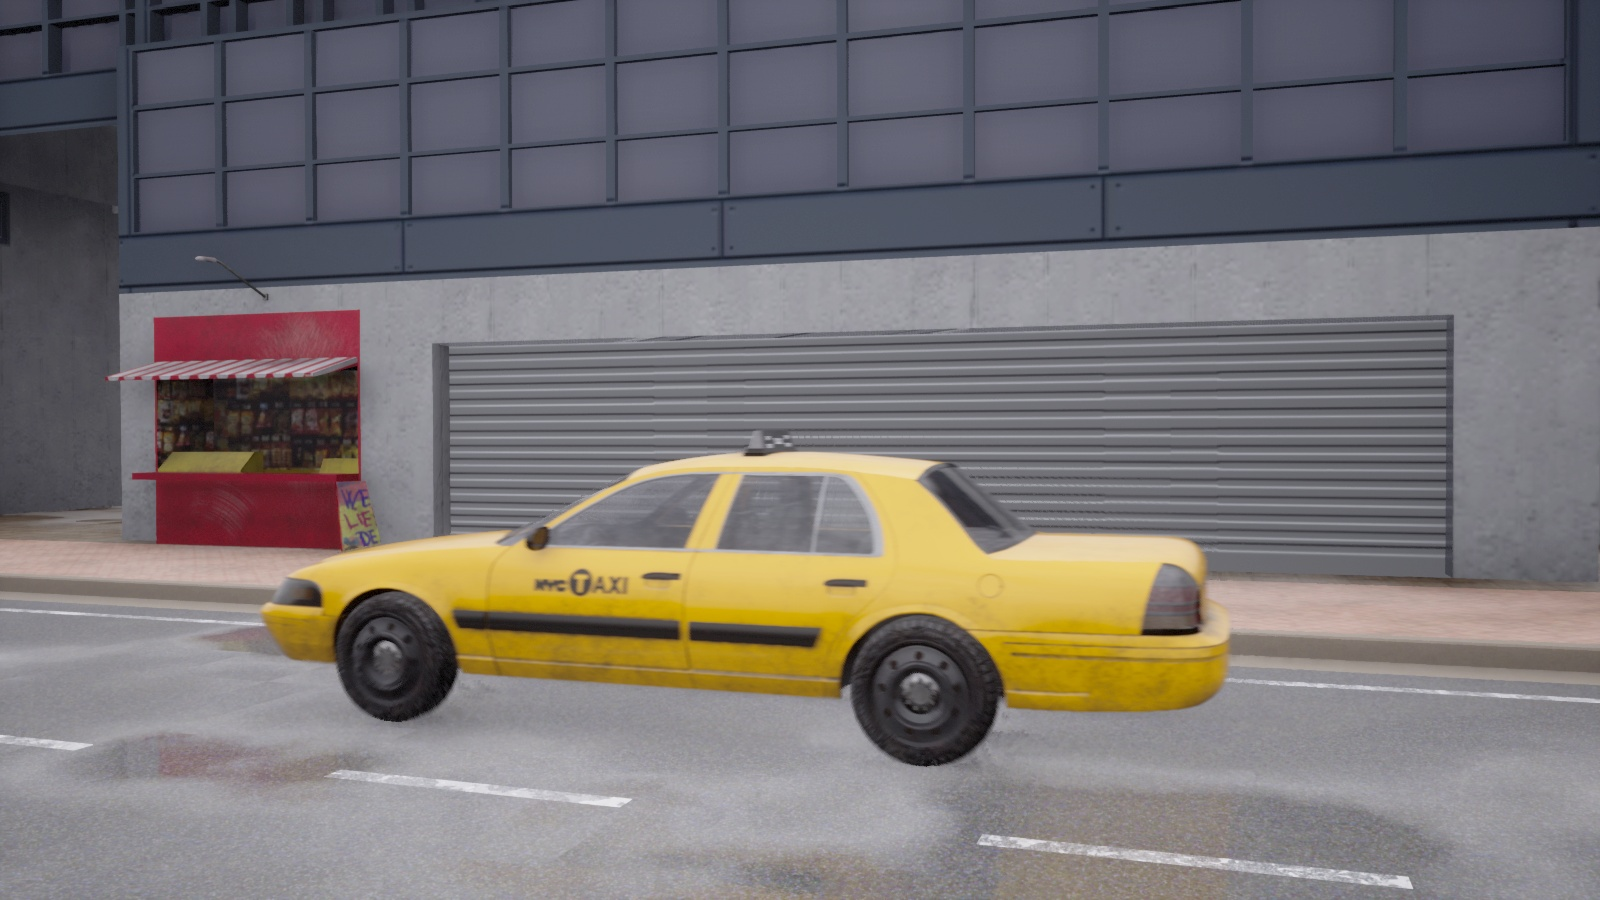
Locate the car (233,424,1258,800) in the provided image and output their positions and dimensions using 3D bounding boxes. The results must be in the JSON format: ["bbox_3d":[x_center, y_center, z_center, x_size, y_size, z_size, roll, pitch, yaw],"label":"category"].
[{"bbox_3d":[-0.332,0.652,6.998,5.366,1.575,1.801,1,1,19],"label":"car"}]
